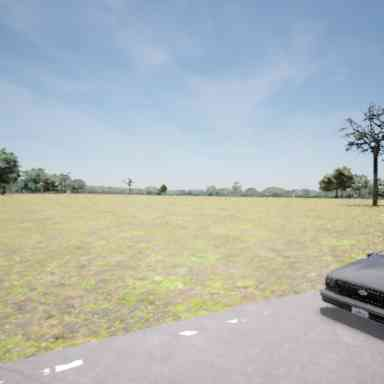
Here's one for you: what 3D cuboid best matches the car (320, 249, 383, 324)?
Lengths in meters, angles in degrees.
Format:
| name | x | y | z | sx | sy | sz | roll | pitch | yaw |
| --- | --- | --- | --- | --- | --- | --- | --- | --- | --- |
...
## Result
| name | x | y | z | sx | sy | sz | roll | pitch | yaw |
| --- | --- | --- | --- | --- | --- | --- | --- | --- | --- |
| car | 5.048 | 1.535 | 6.536 | 5.357 | 1.411 | 2.033 | 0 | 0 | -27 |
